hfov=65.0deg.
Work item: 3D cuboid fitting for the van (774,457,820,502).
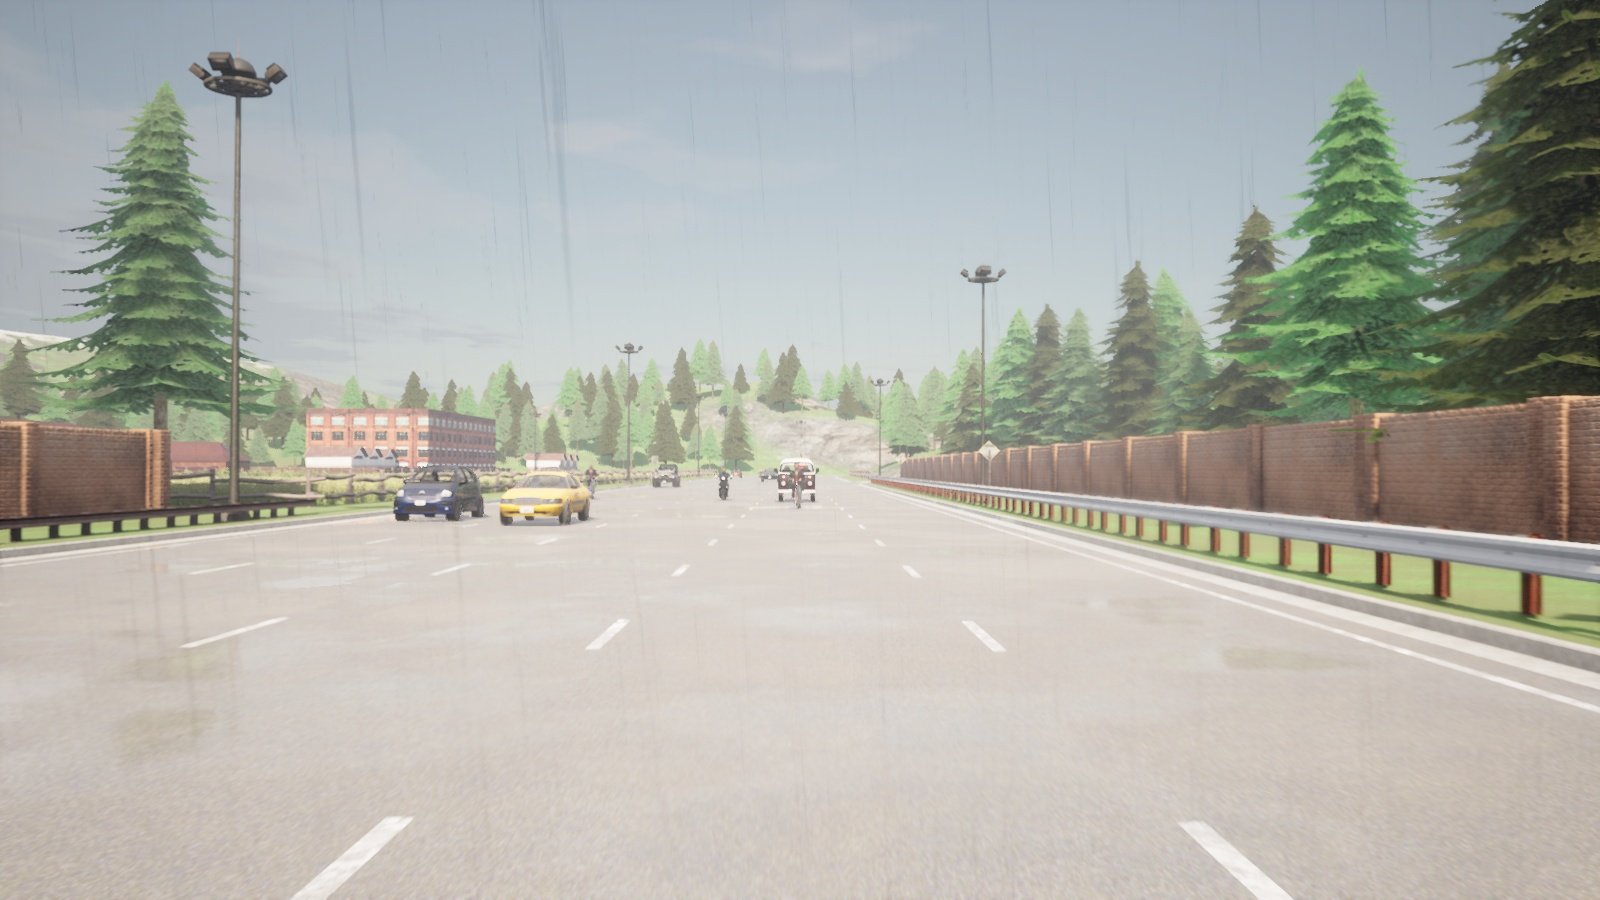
[{"bbox_3d":[-0.143,1.388,59.164,2.069,2.038,4.480,0,-1,0],"label":"van"}]

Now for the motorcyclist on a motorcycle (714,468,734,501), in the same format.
[{"bbox_3d":[-3.645,1.647,60.330,0.866,1.590,1.817,0,-1,0],"label":"motorcyclist on a motorcycle"}]

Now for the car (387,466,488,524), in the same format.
[{"bbox_3d":[-10.589,1.283,36.976,1.851,1.617,3.988,0,-1,0],"label":"car"}]

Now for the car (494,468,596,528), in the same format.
[{"bbox_3d":[-7.085,1.287,35.386,1.801,1.575,5.366,0,-1,0],"label":"car"}]
